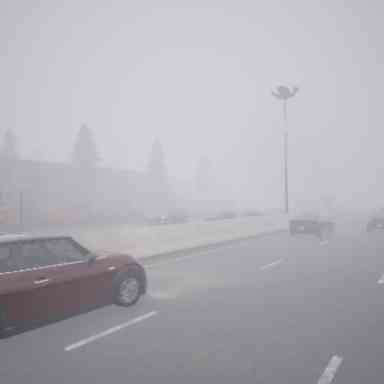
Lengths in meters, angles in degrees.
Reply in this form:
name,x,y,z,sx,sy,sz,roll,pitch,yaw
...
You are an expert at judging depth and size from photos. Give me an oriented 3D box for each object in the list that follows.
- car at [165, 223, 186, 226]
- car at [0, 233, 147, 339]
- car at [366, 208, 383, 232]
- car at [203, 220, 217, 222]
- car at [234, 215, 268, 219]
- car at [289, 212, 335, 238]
name,x,y,z,sx,sy,sz,roll,pitch,yaw
car,-2.144,2.355,32.275,2.097,1.767,4.553,-2,-2,35
car,-2.984,1.587,6.549,2.097,1.767,4.553,-2,-2,35
car,14.085,2.147,24.548,1.812,1.442,4.674,-2,-2,35
car,3.166,2.545,33.702,2.033,1.411,5.357,-2,-2,35
car,5.331,2.434,30.697,2.033,1.411,5.357,-2,-2,35
car,8.020,2.078,22.033,1.882,1.535,5.008,-2,-2,35
